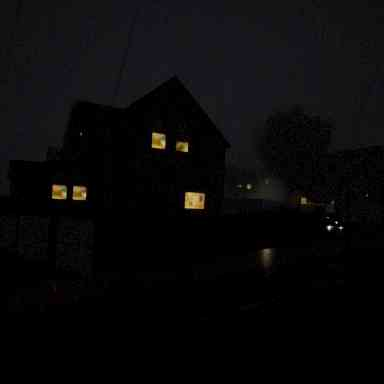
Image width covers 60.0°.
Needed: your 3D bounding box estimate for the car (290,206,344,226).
[{"bbox_3d":[7.511,1.511,22.847,2.033,1.411,5.357,4,-2,-33],"label":"car"}]
